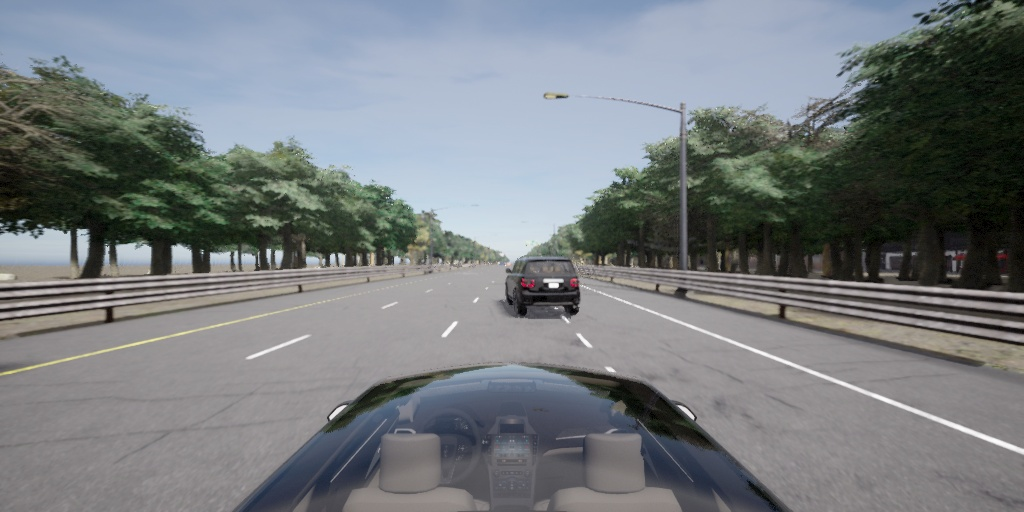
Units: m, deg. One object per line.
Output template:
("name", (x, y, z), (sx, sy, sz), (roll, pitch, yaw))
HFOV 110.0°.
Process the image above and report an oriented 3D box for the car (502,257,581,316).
("car", (1.030, 1.064, 14.190), (2.150, 2.045, 5.566), (0, 0, -6))
